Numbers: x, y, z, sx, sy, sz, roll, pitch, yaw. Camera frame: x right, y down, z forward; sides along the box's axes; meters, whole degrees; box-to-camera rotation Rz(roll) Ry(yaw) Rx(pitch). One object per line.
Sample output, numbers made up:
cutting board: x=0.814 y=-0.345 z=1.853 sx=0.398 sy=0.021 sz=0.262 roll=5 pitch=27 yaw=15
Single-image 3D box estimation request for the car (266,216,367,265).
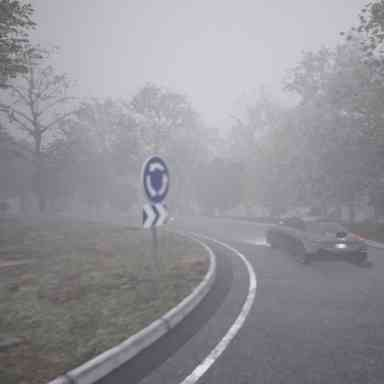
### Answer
car: x=4.099 y=1.517 z=11.595 sx=1.994 sy=1.385 sz=4.181 roll=0 pitch=0 yaw=-6
